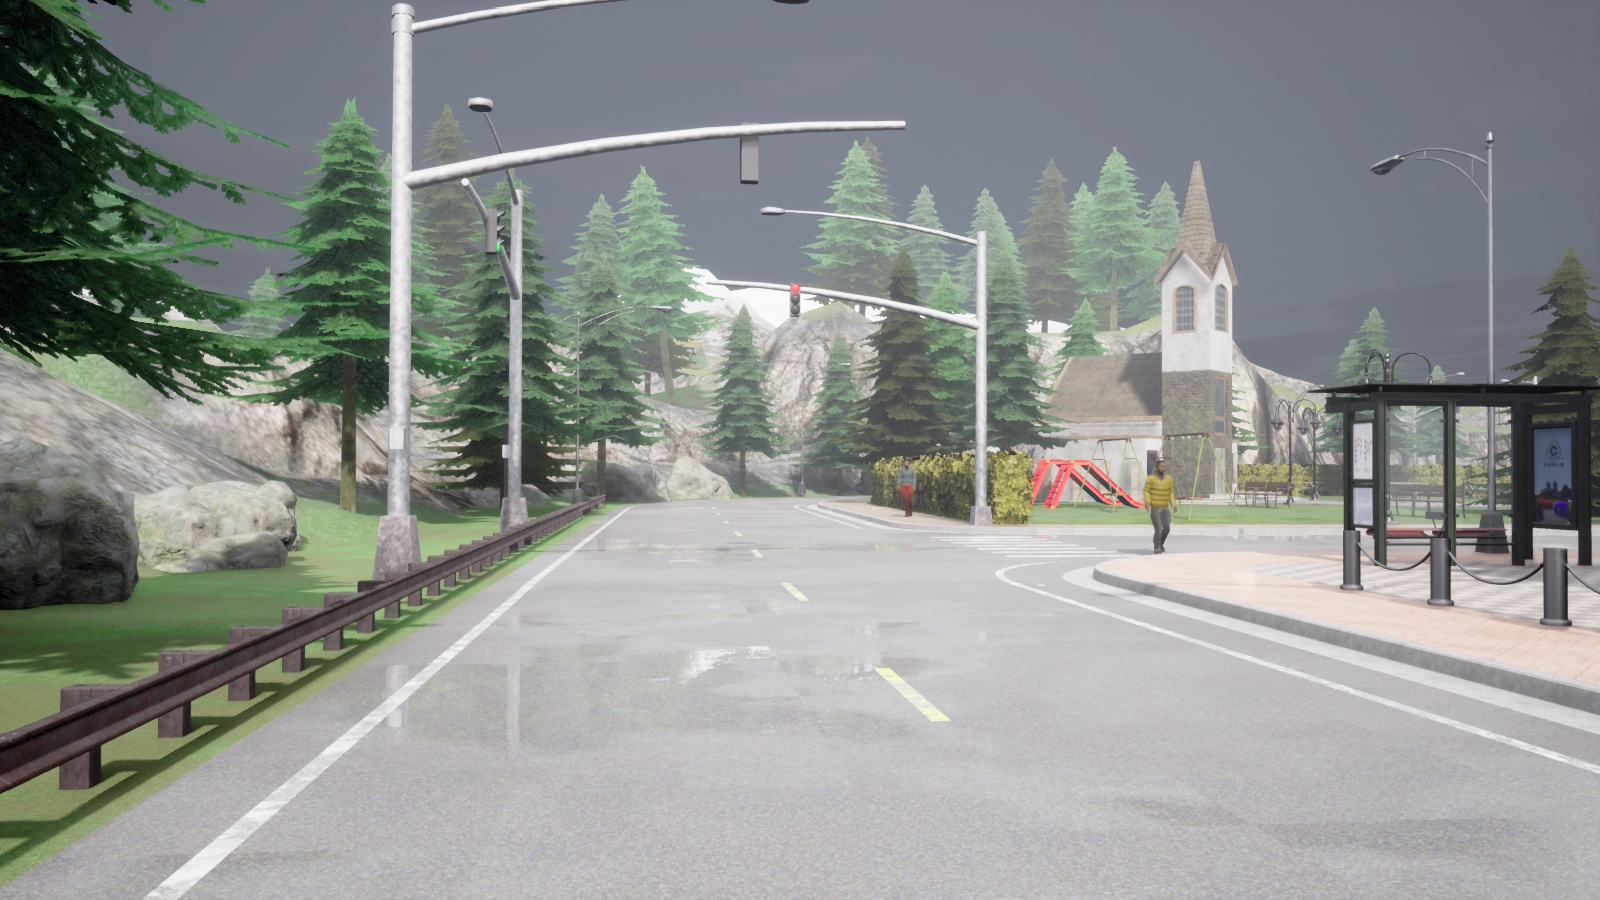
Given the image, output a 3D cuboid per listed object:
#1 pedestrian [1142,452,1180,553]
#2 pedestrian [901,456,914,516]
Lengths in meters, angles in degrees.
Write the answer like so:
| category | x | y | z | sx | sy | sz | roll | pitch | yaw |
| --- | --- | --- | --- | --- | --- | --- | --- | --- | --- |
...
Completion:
| category | x | y | z | sx | sy | sz | roll | pitch | yaw |
| --- | --- | --- | --- | --- | --- | --- | --- | --- | --- |
| pedestrian | 6.648 | 0.961 | 23.165 | 0.431 | 1.840 | 0.709 | 0 | -1 | -5 |
| pedestrian | 3.300 | 1.096 | 38.450 | 0.353 | 1.847 | 0.614 | 0 | -1 | 7 |
